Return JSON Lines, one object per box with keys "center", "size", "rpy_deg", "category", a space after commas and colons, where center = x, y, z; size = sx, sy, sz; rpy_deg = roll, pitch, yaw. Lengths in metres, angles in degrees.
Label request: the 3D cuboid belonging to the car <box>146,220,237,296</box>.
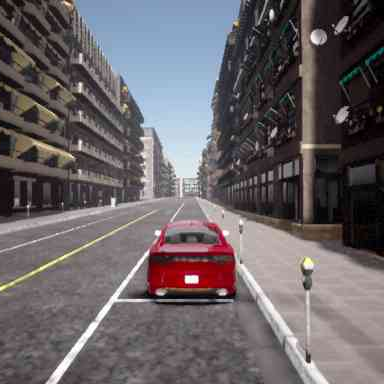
{"center": [-0.006, 1.473, 8.653], "size": [1.882, 1.535, 5.008], "rpy_deg": [0, 0, 0], "category": "car"}
